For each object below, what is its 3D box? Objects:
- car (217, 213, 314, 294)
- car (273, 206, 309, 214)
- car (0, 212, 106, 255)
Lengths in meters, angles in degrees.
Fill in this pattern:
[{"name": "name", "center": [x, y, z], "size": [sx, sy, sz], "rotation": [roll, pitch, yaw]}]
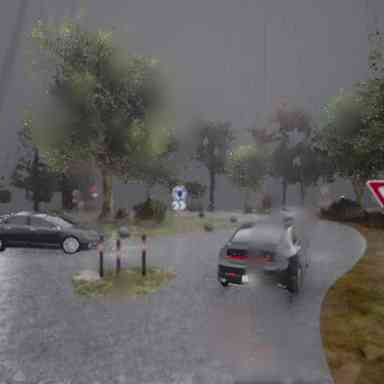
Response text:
[{"name": "car", "center": [2.149, 1.571, 9.167], "size": [1.837, 1.490, 4.892], "rotation": [0, 0, 23]}, {"name": "car", "center": [8.069, 1.795, 27.646], "size": [1.895, 1.301, 4.718], "rotation": [0, 0, 1]}, {"name": "car", "center": [-5.928, 1.588, 13.299], "size": [4.892, 1.490, 1.837], "rotation": [2, 0, 3]}]
